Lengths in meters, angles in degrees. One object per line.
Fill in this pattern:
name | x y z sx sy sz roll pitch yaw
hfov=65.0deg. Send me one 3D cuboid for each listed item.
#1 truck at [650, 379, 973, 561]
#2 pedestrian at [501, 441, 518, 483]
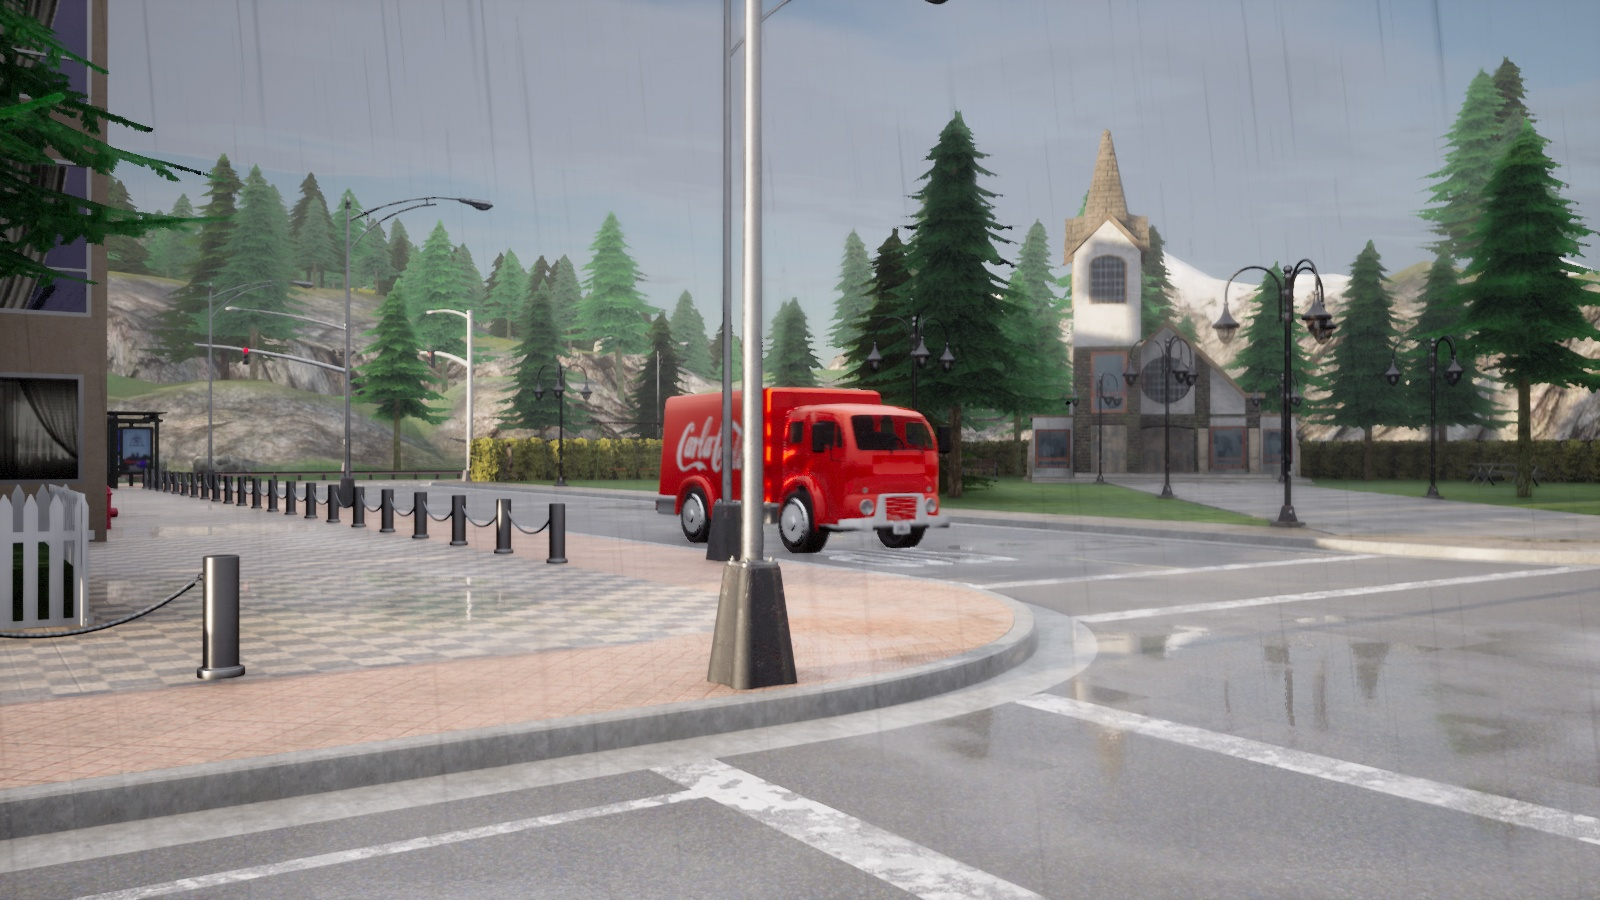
truck | 0.001 0.281 19.911 2.627 2.467 5.204 0 0 -34
pedestrian | -13.203 0.537 57.006 0.692 1.930 0.396 0 0 -23
